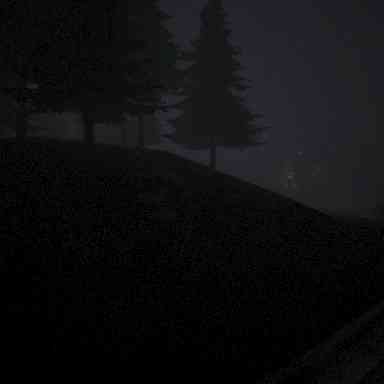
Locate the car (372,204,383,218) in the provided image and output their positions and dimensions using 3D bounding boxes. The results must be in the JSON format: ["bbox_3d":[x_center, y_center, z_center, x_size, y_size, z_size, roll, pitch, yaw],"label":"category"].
[{"bbox_3d":[18.869,1.766,31.493,1.882,1.535,5.008,0,0,5],"label":"car"}]
